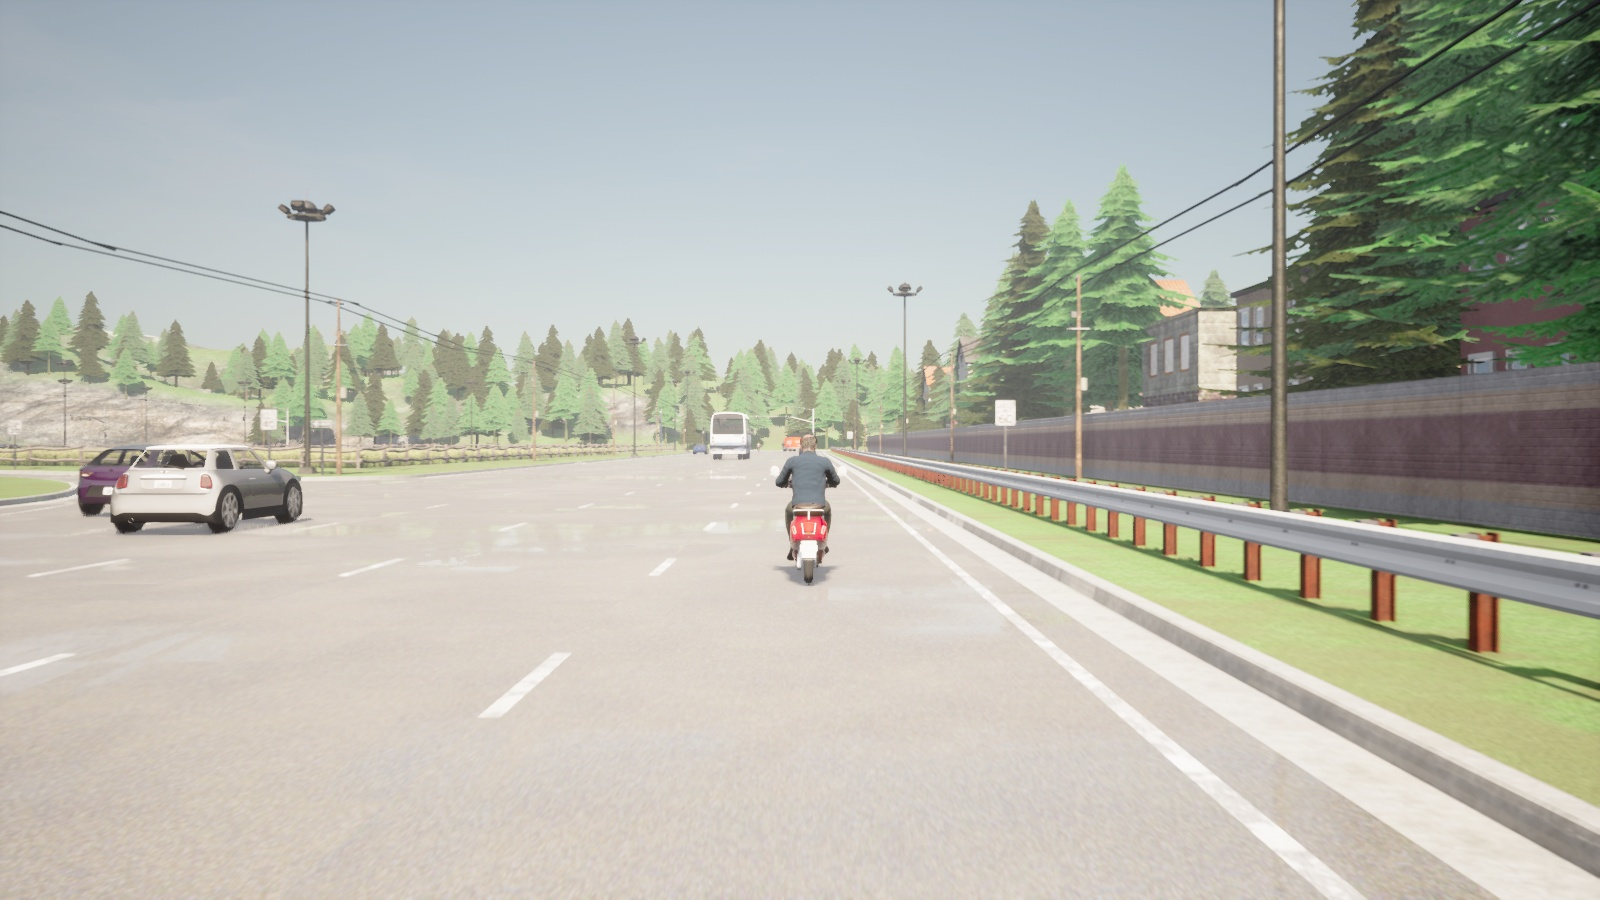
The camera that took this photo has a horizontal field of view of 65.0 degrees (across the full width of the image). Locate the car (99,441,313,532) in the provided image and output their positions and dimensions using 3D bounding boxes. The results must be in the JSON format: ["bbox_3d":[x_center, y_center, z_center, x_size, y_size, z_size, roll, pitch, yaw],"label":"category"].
[{"bbox_3d":[-10.358,0.576,22.234,1.970,1.475,3.806,0,0,0],"label":"car"}]

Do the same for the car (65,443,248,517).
[{"bbox_3d":[-13.829,0.592,27.295,1.816,1.474,4.193,0,0,0],"label":"car"}]

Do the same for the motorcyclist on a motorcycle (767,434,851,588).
[{"bbox_3d":[0.095,0.622,13.864,0.866,1.590,1.817,0,0,0],"label":"motorcyclist on a motorcycle"}]
